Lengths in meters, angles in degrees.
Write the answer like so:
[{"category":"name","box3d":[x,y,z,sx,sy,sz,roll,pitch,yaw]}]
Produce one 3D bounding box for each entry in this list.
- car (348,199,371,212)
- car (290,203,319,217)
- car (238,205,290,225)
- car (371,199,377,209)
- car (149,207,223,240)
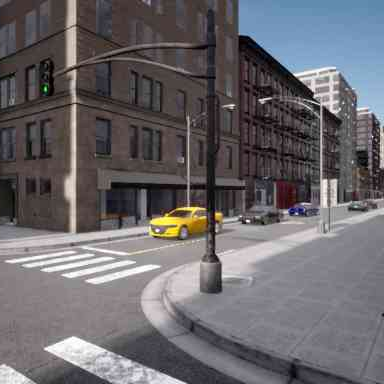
[{"category":"car","box3d":[21.889,1.853,43.783,1.994,1.385,4.181,0,0,35]},{"category":"car","box3d":[11.528,1.815,34.321,1.895,1.301,4.718,0,0,36]},{"category":"car","box3d":[5.542,1.704,25.941,2.033,1.411,5.357,0,0,35]},{"category":"car","box3d":[27.672,1.844,51.910,1.837,1.490,4.892,0,0,36]},{"category":"car","box3d":[-0.198,1.575,17.882,1.882,1.535,5.008,0,0,35]}]
